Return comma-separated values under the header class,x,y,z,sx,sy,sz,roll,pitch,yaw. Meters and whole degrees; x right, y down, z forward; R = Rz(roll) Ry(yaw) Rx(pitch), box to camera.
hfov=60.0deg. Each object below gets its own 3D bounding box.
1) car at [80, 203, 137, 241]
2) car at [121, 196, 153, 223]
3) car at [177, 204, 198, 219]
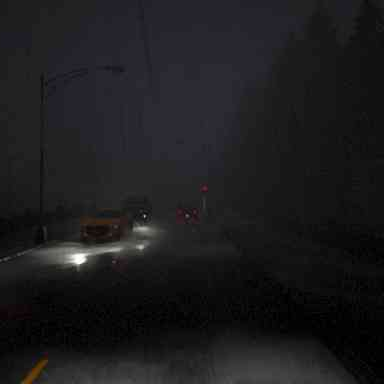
class,x,y,z,sx,sy,sz,roll,pitch,yaw
car,-4.387,1.580,17.678,1.882,1.535,5.008,0,-1,-1
car,-4.461,1.363,27.117,2.150,2.045,5.566,0,0,-1
car,-0.425,1.778,30.729,1.895,1.301,4.718,0,0,-1
